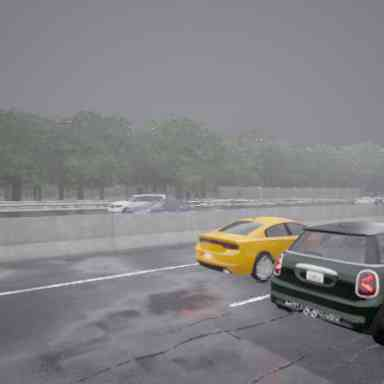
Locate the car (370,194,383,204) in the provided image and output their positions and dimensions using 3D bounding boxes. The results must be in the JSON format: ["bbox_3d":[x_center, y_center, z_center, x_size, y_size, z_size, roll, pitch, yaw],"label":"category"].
[{"bbox_3d":[30.409,1.345,51.384,5.566,2.045,2.150,0,0,-35],"label":"car"}]

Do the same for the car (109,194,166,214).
[{"bbox_3d":[-4.763,1.238,30.678,5.566,2.045,2.150,0,0,-35],"label":"car"}]

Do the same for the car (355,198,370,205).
[{"bbox_3d":[28.455,1.638,54.286,4.674,1.442,1.812,0,0,-35],"label":"car"}]

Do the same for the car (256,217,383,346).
[{"bbox_3d":[3.674,1.356,6.491,4.553,1.767,2.097,0,0,-36],"label":"car"}]

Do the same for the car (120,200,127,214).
[{"bbox_3d":[-3.060,1.494,27.593,5.008,1.535,1.882,0,0,-35],"label":"car"}]

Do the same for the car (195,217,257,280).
[{"bbox_3d":[2.432,1.484,9.904,5.008,1.535,1.882,0,0,-36],"label":"car"}]

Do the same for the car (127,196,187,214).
[{"bbox_3d":[-1.972,1.366,24.072,4.553,1.767,2.097,0,0,-35],"label":"car"}]

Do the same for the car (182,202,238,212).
[{"bbox_3d":[1.801,1.581,22.460,4.181,1.385,1.994,0,0,-35],"label":"car"}]
